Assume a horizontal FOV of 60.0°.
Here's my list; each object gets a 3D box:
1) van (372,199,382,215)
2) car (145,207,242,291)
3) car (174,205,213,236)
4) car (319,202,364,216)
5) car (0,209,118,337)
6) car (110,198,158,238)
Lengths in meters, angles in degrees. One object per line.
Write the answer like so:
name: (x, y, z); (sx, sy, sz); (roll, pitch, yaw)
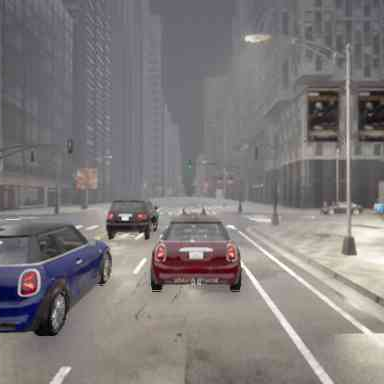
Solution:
van: (21.466, 1.563, 35.368); (3.998, 1.788, 1.690); (0, 0, 0)
car: (0.093, 1.424, 9.396); (2.097, 1.767, 4.553); (0, -1, 0)
car: (0.089, 1.648, 20.484); (2.128, 1.511, 4.902); (0, 0, 0)
car: (15.848, 1.784, 35.386); (4.403, 1.369, 2.008); (0, 0, 0)
car: (-3.156, 1.405, 6.900); (2.097, 1.767, 4.553); (0, -1, 0)
car: (-3.165, 1.365, 18.498); (2.150, 2.045, 5.566); (0, 0, 0)
